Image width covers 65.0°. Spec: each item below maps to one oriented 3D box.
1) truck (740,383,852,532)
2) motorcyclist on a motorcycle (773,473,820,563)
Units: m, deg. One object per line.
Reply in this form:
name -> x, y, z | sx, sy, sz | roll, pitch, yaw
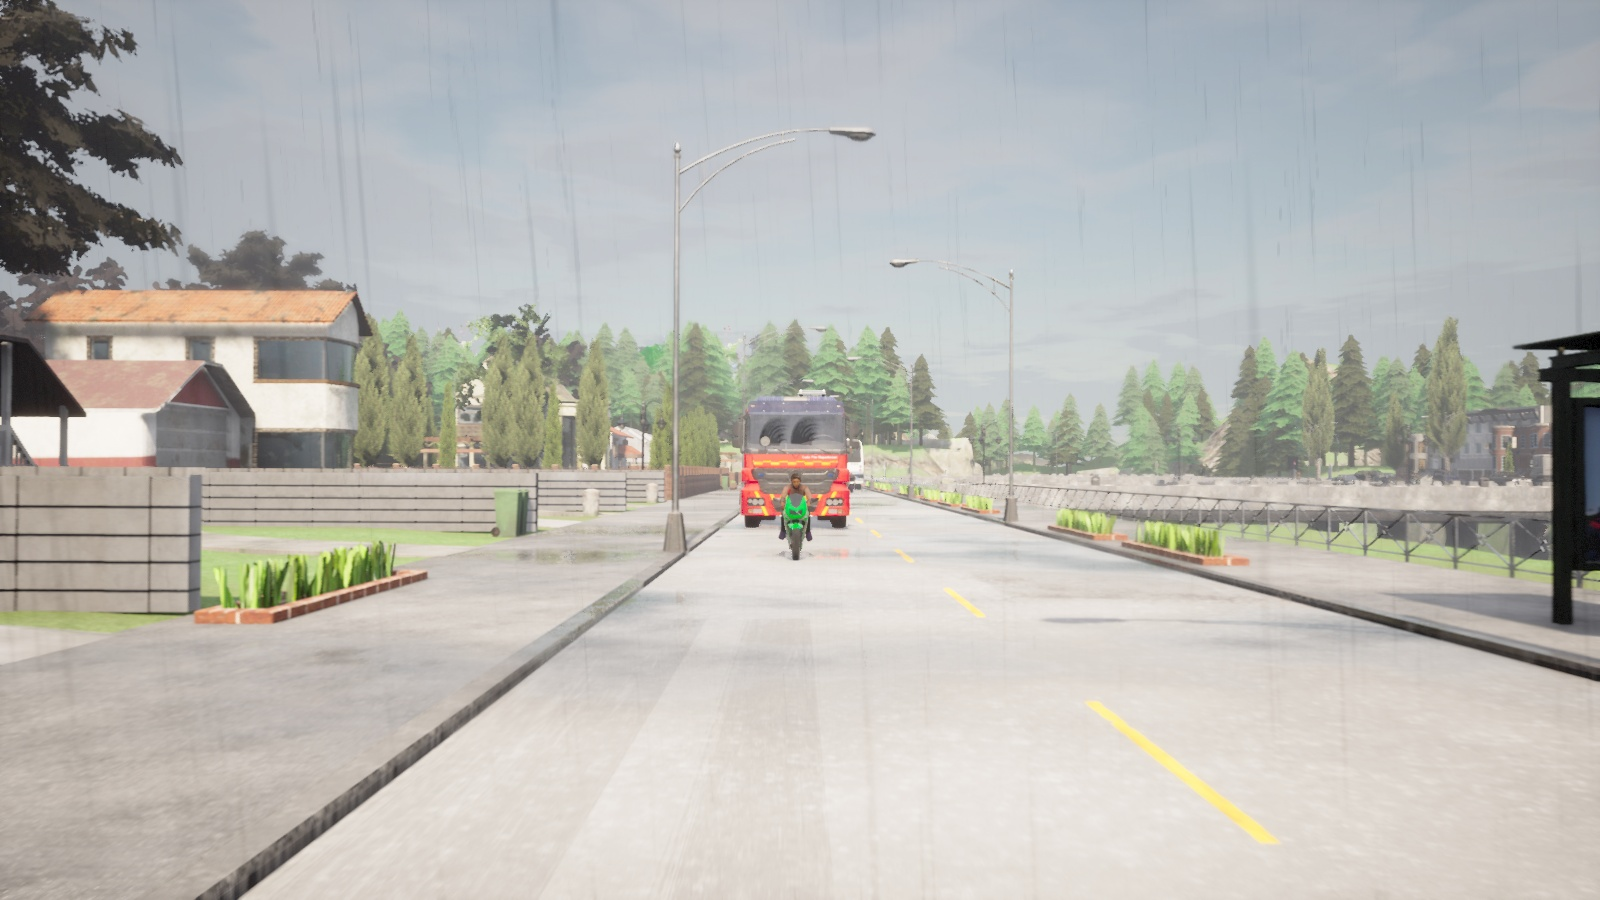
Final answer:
truck -> -0.104, 0.265, 36.720 | 2.891, 3.827, 8.468 | 0, -1, 0
motorcyclist on a motorcycle -> -0.061, 1.172, 22.418 | 0.797, 1.523, 2.044 | 0, -1, 0
